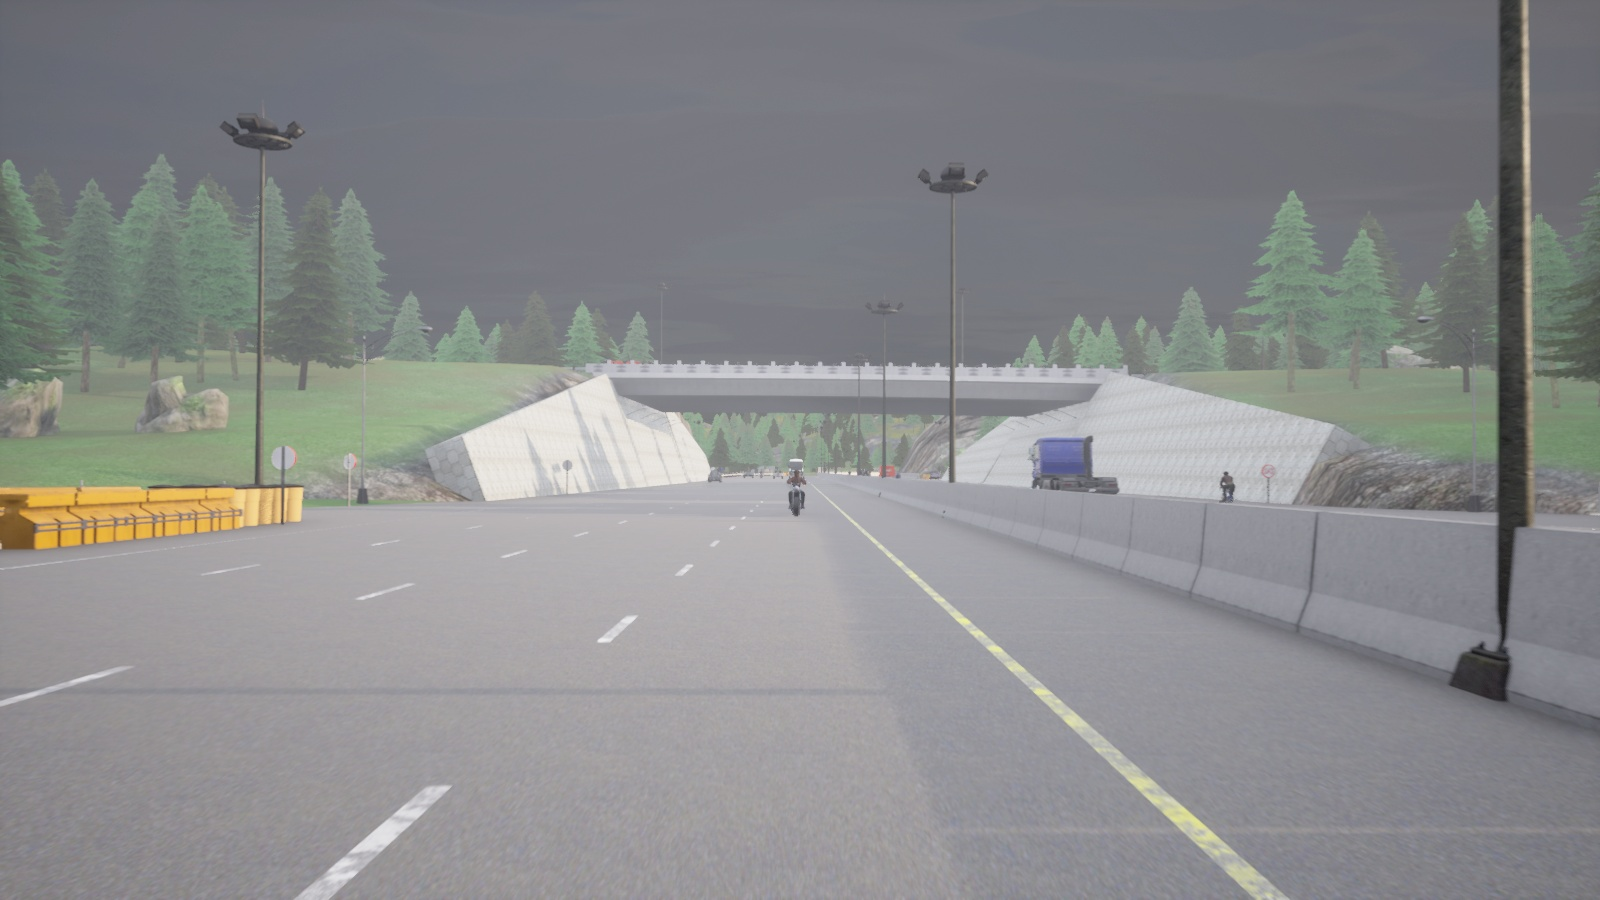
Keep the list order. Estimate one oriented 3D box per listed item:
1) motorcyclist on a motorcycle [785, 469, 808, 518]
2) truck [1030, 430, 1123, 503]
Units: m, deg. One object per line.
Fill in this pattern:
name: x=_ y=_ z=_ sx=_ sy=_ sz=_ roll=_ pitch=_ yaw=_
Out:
motorcyclist on a motorcycle: x=-0.106 y=1.493 z=43.466 sx=0.766 sy=1.649 sz=2.350 roll=0 pitch=-1 yaw=0
truck: x=13.842 y=0.840 z=63.496 sx=2.891 sy=3.462 sz=7.936 roll=0 pitch=-1 yaw=0
